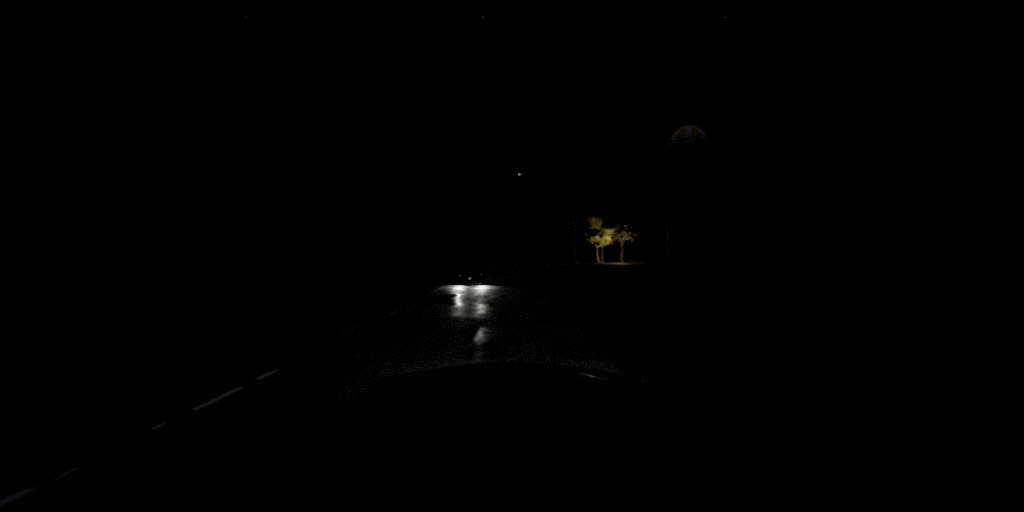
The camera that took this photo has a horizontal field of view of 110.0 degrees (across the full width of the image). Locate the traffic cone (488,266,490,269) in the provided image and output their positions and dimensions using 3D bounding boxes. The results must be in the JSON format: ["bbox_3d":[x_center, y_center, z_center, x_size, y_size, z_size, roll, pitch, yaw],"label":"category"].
[{"bbox_3d":[-3.860,1.839,54.701,0.340,0.580,0.340,0,0,0],"label":"traffic cone"}]

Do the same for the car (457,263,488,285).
[{"bbox_3d":[-2.850,1.265,26.636,1.837,1.490,4.892,0,0,0],"label":"car"}]
